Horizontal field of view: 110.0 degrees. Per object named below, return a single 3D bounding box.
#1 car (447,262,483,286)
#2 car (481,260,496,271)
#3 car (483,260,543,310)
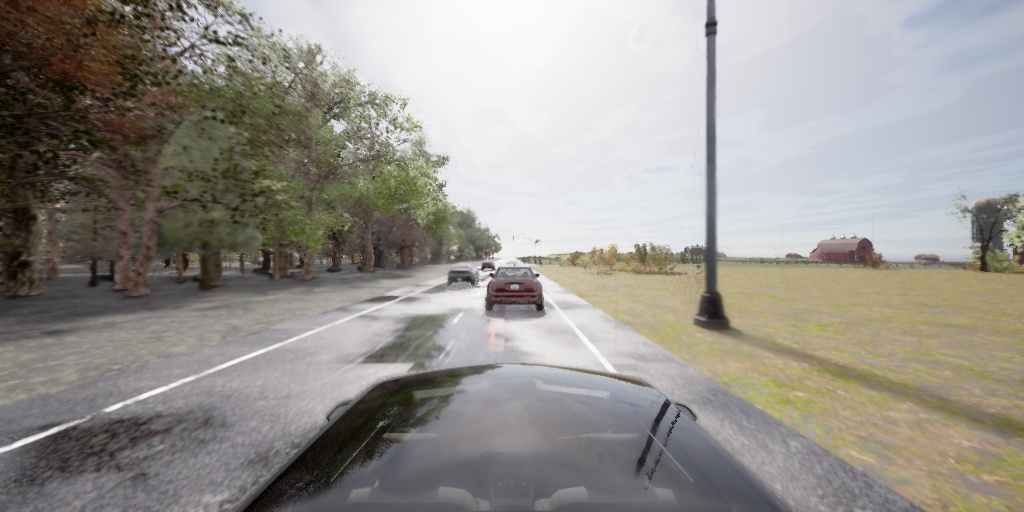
[{"bbox_3d":[-3.405,1.282,25.693,1.837,1.490,4.892,0,0,0],"label":"car"},{"bbox_3d":[-3.413,1.300,52.134,1.837,1.490,4.892,0,0,0],"label":"car"},{"bbox_3d":[0.098,1.118,14.922,2.097,1.767,4.553,0,0,0],"label":"car"}]
